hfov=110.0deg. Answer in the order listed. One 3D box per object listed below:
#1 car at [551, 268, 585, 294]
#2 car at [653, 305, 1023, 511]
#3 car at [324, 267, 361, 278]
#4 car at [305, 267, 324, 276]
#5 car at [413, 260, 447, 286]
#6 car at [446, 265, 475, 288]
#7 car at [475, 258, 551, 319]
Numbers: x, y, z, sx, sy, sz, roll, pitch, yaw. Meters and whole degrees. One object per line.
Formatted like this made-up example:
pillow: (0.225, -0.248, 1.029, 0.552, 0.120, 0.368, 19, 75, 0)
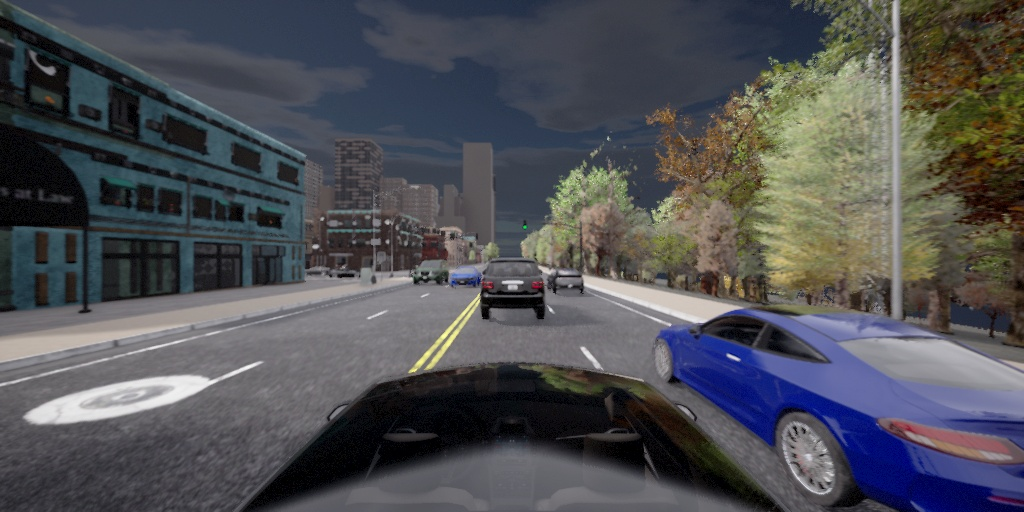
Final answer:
car: (3.249, 1.510, 22.416, 2.128, 1.511, 4.902, 0, -1, 0)
car: (3.329, 1.307, 4.262, 1.812, 1.442, 4.674, 0, -1, 0)
car: (-20.162, 2.137, 44.152, 4.313, 1.339, 1.948, 0, 0, 0)
car: (-28.539, 2.251, 52.619, 4.403, 1.370, 2.007, 0, 0, 0)
car: (-6.696, 1.353, 30.352, 2.150, 2.045, 5.566, 0, -1, 0)
car: (-3.449, 1.566, 27.341, 1.882, 1.535, 5.008, 0, -1, 0)
car: (0.043, 1.124, 13.709, 2.150, 2.045, 5.566, 0, -1, 0)
